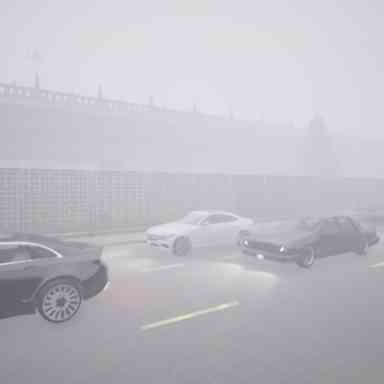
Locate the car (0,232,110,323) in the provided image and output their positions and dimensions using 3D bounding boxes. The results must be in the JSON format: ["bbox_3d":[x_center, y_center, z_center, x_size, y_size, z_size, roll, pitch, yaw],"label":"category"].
[{"bbox_3d":[-3.868,1.489,5.565,4.902,1.511,2.128,-1,0,-35],"label":"car"}]

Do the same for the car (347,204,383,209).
[{"bbox_3d":[9.735,1.371,19.194,4.181,1.385,1.994,-1,0,-33],"label":"car"}]

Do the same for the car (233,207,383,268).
[{"bbox_3d":[4.151,1.448,11.103,5.357,1.411,2.033,-1,0,-35],"label":"car"}]

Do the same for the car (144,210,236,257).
[{"bbox_3d":[0.443,1.444,12.781,4.674,1.442,1.812,0,0,-34],"label":"car"}]
